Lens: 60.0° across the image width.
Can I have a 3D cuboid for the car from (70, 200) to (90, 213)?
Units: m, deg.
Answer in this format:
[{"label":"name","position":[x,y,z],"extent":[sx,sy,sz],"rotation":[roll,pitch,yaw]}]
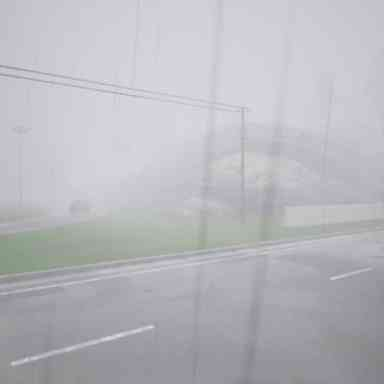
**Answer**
[{"label":"car","position":[-12.274,1.561,36.375],"extent":[1.994,1.385,4.181],"rotation":[0,0,-18]}]
